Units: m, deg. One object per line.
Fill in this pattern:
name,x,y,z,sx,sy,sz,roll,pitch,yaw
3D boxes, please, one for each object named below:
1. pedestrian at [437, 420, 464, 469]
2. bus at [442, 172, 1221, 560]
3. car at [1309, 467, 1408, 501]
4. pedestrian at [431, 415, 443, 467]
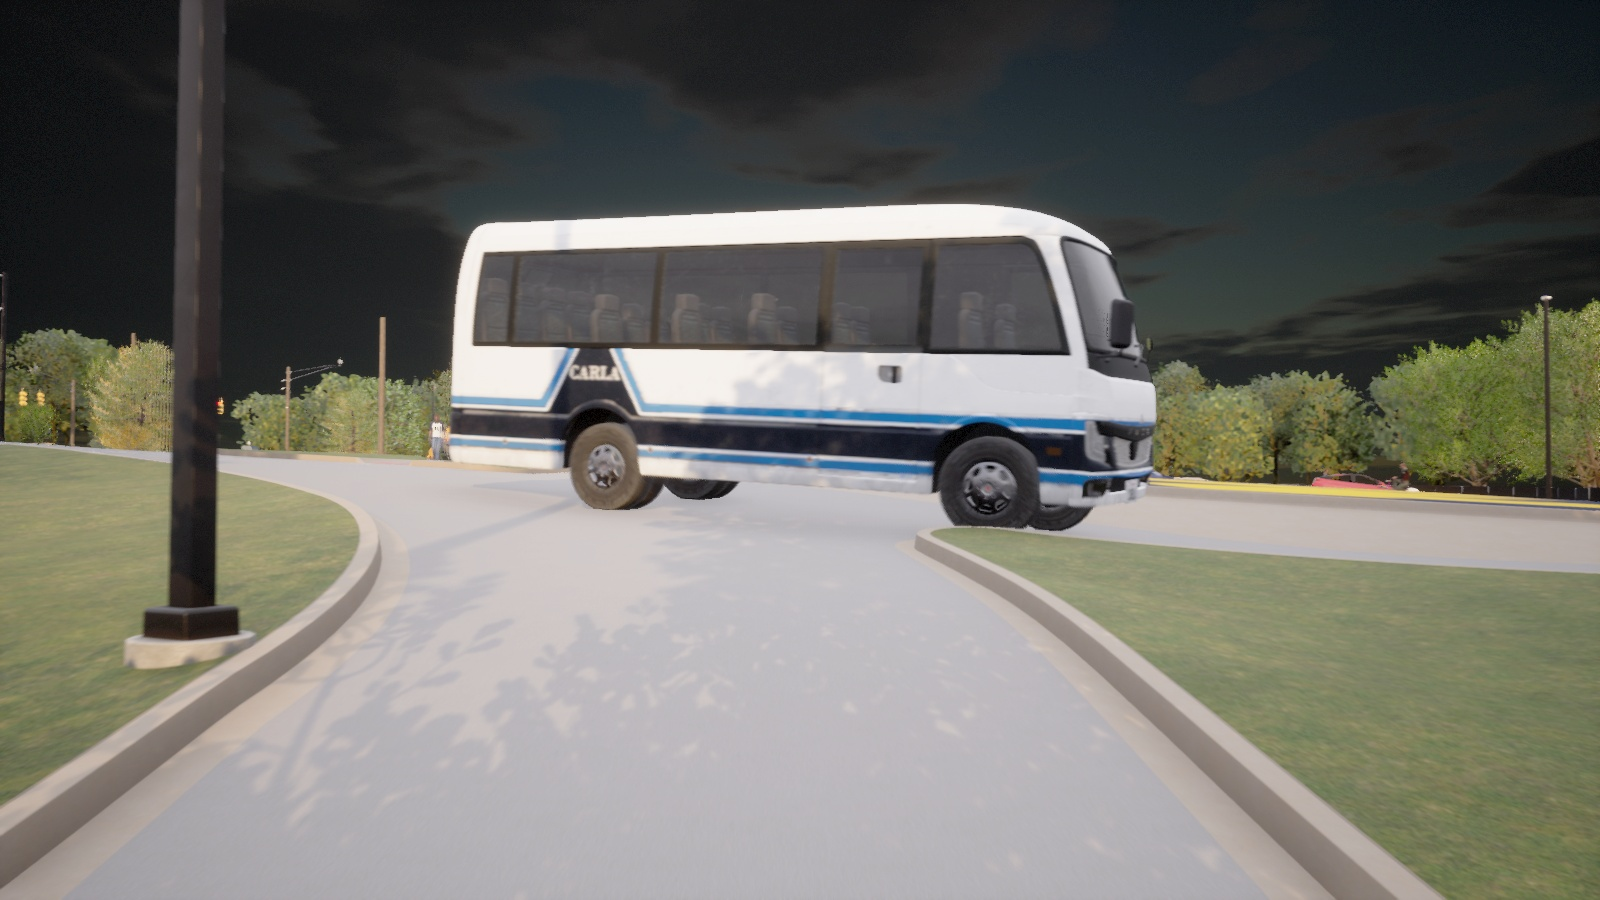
pedestrian,-13.637,-0.210,49.013,0.874,1.855,0.900,0,-2,-7
bus,0.244,-1.161,17.879,10.273,4.253,3.944,3,2,27
car,28.721,1.737,64.714,4.514,1.525,2.007,2,-1,21
pedestrian,-12.993,-0.315,44.943,0.354,1.836,0.706,0,-2,-14
